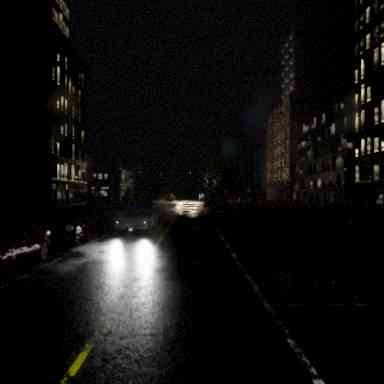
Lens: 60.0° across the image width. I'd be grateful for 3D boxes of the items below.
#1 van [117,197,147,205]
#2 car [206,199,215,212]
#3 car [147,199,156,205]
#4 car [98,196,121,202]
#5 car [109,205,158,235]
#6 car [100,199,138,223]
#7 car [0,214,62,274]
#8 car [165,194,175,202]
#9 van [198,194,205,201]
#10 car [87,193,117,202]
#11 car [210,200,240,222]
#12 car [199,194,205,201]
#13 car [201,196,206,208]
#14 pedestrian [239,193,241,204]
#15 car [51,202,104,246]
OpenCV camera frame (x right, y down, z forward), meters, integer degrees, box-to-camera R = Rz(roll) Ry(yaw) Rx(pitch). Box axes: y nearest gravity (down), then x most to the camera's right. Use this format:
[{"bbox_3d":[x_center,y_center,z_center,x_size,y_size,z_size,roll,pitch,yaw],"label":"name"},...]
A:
[{"bbox_3d":[-5.691,1.383,31.808,1.690,1.788,3.998,0,0,0],"label":"van"},{"bbox_3d":[2.688,1.482,31.810,1.967,1.590,4.097,0,0,0],"label":"car"},{"bbox_3d":[-5.695,1.622,42.886,1.947,1.339,4.313,0,0,0],"label":"car"},{"bbox_3d":[-17.282,1.461,69.903,4.507,1.381,1.887,1,-1,-1],"label":"car"},{"bbox_3d":[-3.103,1.626,19.104,1.895,1.301,4.718,0,0,0],"label":"car"},{"bbox_3d":[-5.692,1.560,26.099,1.752,1.417,4.829,0,0,0],"label":"car"},{"bbox_3d":[-5.689,1.558,9.651,1.887,1.381,4.507,0,0,0],"label":"car"},{"bbox_3d":[-5.702,1.688,80.902,1.802,1.307,4.206,0,0,0],"label":"car"},{"bbox_3d":[2.678,1.462,92.008,1.690,1.788,3.998,0,0,0],"label":"van"},{"bbox_3d":[-17.159,1.180,61.528,5.009,1.841,2.192,1,-1,-1],"label":"car"},{"bbox_3d":[2.688,1.579,26.271,1.887,1.381,4.507,0,0,0],"label":"car"},{"bbox_3d":[2.677,1.639,86.627,1.752,1.417,4.829,0,0,0],"label":"car"},{"bbox_3d":[2.685,1.629,48.427,1.947,1.339,4.313,0,0,0],"label":"car"},{"bbox_3d":[8.125,1.119,56.001,0.375,1.860,0.375,0,0,0],"label":"pedestrian"},{"bbox_3d":[-5.689,1.460,15.191,1.967,1.590,4.097,0,0,0],"label":"car"}]
